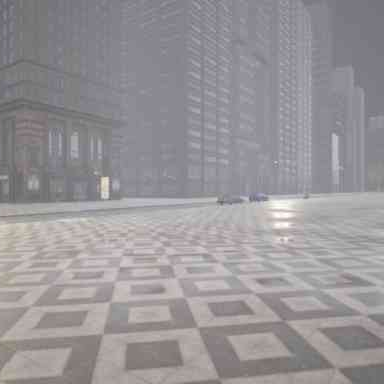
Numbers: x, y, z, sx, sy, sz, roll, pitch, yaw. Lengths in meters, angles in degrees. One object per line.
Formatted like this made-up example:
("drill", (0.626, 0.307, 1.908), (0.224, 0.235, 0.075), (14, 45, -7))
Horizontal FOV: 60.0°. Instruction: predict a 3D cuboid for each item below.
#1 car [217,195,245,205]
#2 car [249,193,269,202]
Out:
("car", (5.544, 1.064, 47.133), (2.033, 1.411, 5.357), (0, 1, 36))
("car", (11.160, 0.906, 55.108), (1.882, 1.535, 5.008), (0, 1, 35))
